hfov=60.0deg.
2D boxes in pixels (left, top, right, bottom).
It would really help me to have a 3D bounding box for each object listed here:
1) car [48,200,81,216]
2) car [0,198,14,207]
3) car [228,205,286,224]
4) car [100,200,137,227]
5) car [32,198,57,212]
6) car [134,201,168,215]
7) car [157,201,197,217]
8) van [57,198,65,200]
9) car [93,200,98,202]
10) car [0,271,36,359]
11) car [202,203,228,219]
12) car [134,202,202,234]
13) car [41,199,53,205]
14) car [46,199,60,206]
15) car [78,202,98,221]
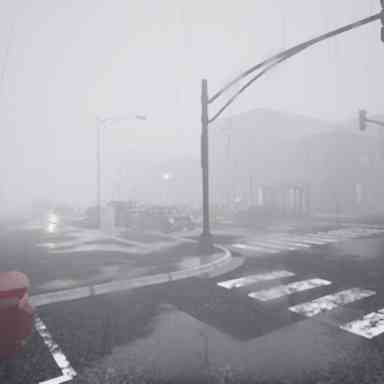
[{"bbox_3d":[-14.947,2.002,38.842,2.008,1.369,4.403,-2,0,-36],"label":"car"},{"bbox_3d":[-41.764,2.310,75.267,2.192,1.841,5.009,-2,0,-36],"label":"car"},{"bbox_3d":[5.187,1.631,25.535,1.947,1.339,4.313,-2,0,-36],"label":"car"},{"bbox_3d":[-4.911,1.564,25.172,2.192,1.841,5.009,-2,0,-36],"label":"car"},{"bbox_3d":[-21.647,1.902,47.953,2.192,1.841,5.009,-2,0,-36],"label":"car"},{"bbox_3d":[-4.856,1.819,39.204,2.008,1.369,4.403,-2,0,-36],"label":"car"},{"bbox_3d":[-1.609,1.728,34.784,1.752,1.417,4.829,-2,0,-36],"label":"car"},{"bbox_3d":[-28.291,2.084,71.098,1.690,1.788,3.998,-2,0,-36],"label":"van"},{"bbox_3d":[-14.900,1.912,52.872,1.967,1.590,4.097,-2,0,-36],"label":"car"},{"bbox_3d":[-4.177,1.552,3.591,4.507,1.381,1.887,0,0,-35],"label":"car"},{"bbox_3d":[1.738,1.660,30.228,1.752,1.417,4.829,-2,0,-36],"label":"car"},{"bbox_3d":[-1.560,1.621,20.616,1.967,1.590,4.097,-2,0,-36],"label":"car"},{"bbox_3d":[-35.080,2.406,80.348,1.752,1.417,4.829,-2,0,-36],"label":"car"},{"bbox_3d":[-31.632,2.355,75.655,1.887,1.381,4.507,-2,0,-36],"label":"car"},{"bbox_3d":[-8.252,1.867,29.729,2.008,1.369,4.403,-2,0,-36],"label":"car"}]
